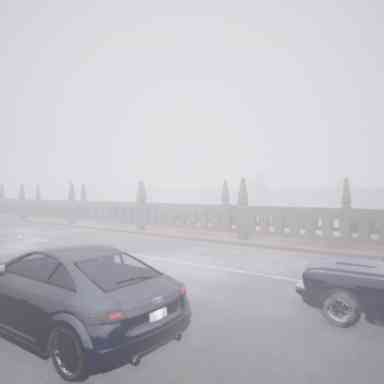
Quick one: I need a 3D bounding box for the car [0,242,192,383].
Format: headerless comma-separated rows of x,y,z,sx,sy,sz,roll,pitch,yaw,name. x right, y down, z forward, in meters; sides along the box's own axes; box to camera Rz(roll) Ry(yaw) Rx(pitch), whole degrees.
-2.066,1.546,5.467,4.181,1.385,1.994,0,0,36,car

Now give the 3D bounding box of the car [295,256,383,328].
4.193,1.604,5.300,4.718,1.301,1.895,0,0,36,car
